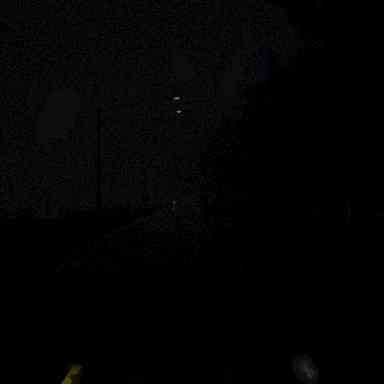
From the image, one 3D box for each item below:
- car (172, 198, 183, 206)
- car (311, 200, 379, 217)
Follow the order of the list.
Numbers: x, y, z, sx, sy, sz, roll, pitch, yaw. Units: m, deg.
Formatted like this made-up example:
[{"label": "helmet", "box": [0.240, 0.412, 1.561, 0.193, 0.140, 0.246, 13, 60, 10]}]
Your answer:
[{"label": "car", "box": [-3.010, 2.071, 70.578, 1.837, 1.490, 4.892, 0, 0, 0]}, {"label": "car", "box": [12.112, 1.267, 26.479, 4.718, 1.301, 1.895, -3, 0, 1]}]
